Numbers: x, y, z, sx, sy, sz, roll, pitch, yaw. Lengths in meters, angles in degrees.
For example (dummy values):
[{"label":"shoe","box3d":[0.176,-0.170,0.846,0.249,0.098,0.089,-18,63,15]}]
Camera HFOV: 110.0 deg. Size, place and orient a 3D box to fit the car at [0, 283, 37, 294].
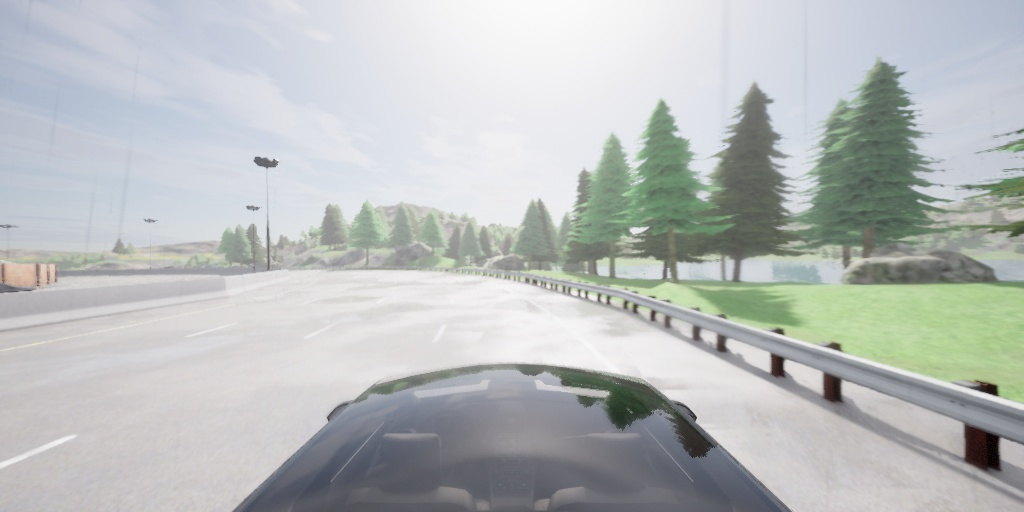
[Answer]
[{"label":"car","box3d":[-22.084,1.756,13.999,1.882,1.535,5.008,-1,0,-8]}]
